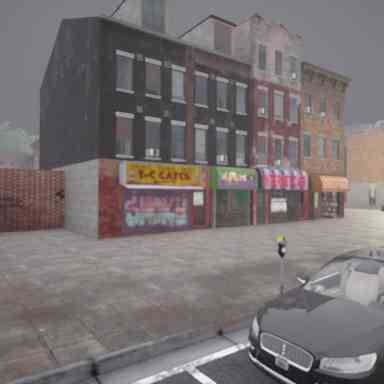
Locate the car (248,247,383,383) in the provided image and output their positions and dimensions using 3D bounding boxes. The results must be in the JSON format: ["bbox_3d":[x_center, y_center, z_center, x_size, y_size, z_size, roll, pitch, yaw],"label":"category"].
[{"bbox_3d":[2.717,1.551,4.729,4.403,1.369,2.008,0,0,-35],"label":"car"}]
